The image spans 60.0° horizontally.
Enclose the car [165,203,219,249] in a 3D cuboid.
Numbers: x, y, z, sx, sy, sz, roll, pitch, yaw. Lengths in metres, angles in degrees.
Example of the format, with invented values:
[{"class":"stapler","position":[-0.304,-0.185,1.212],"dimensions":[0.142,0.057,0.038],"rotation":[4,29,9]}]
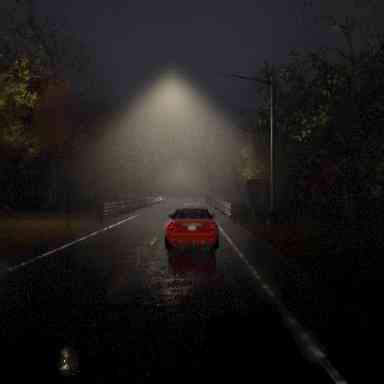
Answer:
[{"class":"car","position":[0.000,1.363,14.620],"dimensions":[2.097,1.767,4.553],"rotation":[0,0,0]}]

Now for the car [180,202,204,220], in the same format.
[{"class":"car","position":[0.000,1.611,29.681],"dimensions":[1.895,1.301,4.718],"rotation":[0,0,0]}]
